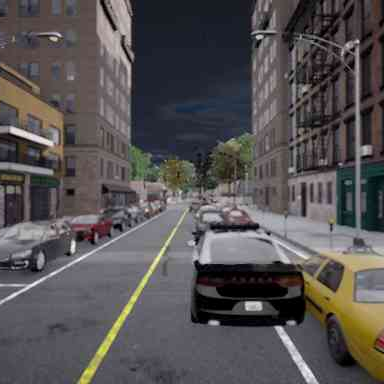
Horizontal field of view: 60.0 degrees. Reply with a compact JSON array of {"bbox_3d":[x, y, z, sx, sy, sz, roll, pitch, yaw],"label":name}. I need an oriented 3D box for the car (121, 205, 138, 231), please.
[{"bbox_3d":[-5.097,1.788,22.133,1.947,1.339,4.313,0,-1,1],"label":"car"}]

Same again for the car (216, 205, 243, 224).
[{"bbox_3d":[2.995,1.835,27.556,1.802,1.307,4.206,0,-1,1],"label":"car"}]

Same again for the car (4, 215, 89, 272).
[{"bbox_3d":[-5.232,1.669,11.097,2.008,1.369,4.403,0,-1,1],"label":"car"}]

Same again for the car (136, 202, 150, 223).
[{"bbox_3d":[-5.030,1.825,27.650,2.008,1.369,4.403,0,-1,1],"label":"car"}]

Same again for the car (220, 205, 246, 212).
[{"bbox_3d":[2.928,1.782,22.039,1.802,1.307,4.206,0,-1,1],"label":"car"}]

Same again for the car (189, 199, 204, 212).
[{"bbox_3d":[0.591,1.929,45.282,2.128,1.511,4.902,0,-1,1],"label":"car"}]

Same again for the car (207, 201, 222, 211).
[{"bbox_3d":[3.265,2.040,49.627,1.947,1.339,4.313,0,-1,1],"label":"car"}]

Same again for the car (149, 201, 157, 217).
[{"bbox_3d":[-4.963,1.769,33.170,1.967,1.590,4.097,0,-1,1],"label":"car"}]

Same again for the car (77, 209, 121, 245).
[{"bbox_3d":[-5.164,1.714,16.615,1.887,1.381,4.507,0,-1,1],"label":"car"}]

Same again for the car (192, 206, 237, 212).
[{"bbox_3d":[1.057,1.687,17.356,1.812,1.442,4.674,0,-1,1],"label":"car"}]

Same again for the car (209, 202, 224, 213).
[{"bbox_3d":[3.197,2.001,44.109,1.802,1.307,4.206,0,-1,1],"label":"car"}]

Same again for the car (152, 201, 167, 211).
[{"bbox_3d":[-4.760,2.078,49.723,1.802,1.307,4.206,0,-1,1],"label":"car"}]

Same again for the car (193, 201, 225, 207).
[{"bbox_3d":[1.133,1.675,23.546,1.801,1.575,5.366,0,-1,1],"label":"car"}]

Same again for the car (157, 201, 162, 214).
[{"bbox_3d":[-4.897,1.908,38.517,1.752,1.417,4.829,0,-1,1],"label":"car"}]

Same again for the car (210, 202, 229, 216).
[{"bbox_3d":[3.130,1.908,38.592,1.887,1.381,4.507,0,-1,1],"label":"car"}]

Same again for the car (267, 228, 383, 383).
[{"bbox_3d":[2.723,1.572,5.654,1.752,1.417,4.829,0,-1,1],"label":"car"}]

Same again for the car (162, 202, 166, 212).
[{"bbox_3d":[-4.828,1.880,44.206,1.967,1.590,4.097,0,-1,1],"label":"car"}]

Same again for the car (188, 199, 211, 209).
[{"bbox_3d":[1.365,2.046,58.530,1.882,1.535,5.008,-1,-1,28],"label":"car"}]

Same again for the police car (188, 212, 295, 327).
[{"bbox_3d":[0.936,1.494,7.468,1.930,1.638,5.238,0,-1,1],"label":"police car"}]

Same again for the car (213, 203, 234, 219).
[{"bbox_3d":[3.064,1.835,33.244,1.752,1.417,4.829,0,-1,1],"label":"car"}]

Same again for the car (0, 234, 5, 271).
[{"bbox_3d":[-5.299,1.649,5.578,1.802,1.307,4.206,0,-1,1],"label":"car"}]
